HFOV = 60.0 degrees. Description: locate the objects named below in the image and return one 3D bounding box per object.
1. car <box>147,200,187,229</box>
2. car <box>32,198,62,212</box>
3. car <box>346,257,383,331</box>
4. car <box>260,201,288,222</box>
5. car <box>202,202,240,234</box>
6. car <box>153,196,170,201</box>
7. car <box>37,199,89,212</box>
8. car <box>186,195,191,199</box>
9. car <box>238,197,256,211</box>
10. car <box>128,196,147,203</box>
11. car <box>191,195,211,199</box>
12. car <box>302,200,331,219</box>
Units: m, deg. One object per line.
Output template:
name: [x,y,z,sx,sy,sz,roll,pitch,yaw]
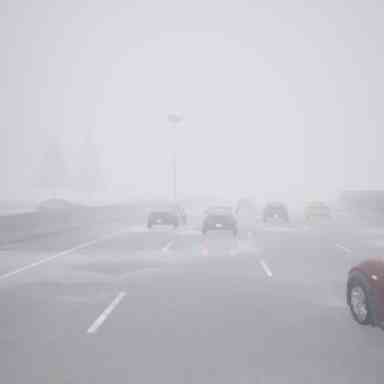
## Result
car: [-1.521,1.478,21.282,1.812,1.442,4.674,0,0,9]
car: [-13.679,1.402,32.998,1.837,1.490,4.892,0,0,13]
car: [3.795,1.354,4.173,2.097,1.767,4.553,0,0,2]
car: [6.501,1.469,26.185,1.837,1.490,4.892,0,0,11]
car: [1.646,1.488,18.871,1.812,1.442,4.674,0,0,8]
car: [-6.106,1.401,66.038,1.994,1.385,4.181,0,0,24]
car: [-10.977,1.512,29.100,1.895,1.301,4.718,0,0,12]
car: [0.414,1.326,71.339,2.128,1.511,4.902,0,0,28]
car: [6.641,1.441,40.501,1.837,1.490,4.892,0,0,17]
car: [-10.582,1.399,64.626,1.994,1.385,4.181,0,0,24]
car: [2.313,1.366,67.333,2.128,1.511,4.902,0,0,26]
car: [10.652,1.448,28.773,1.882,1.535,5.008,0,0,13]
